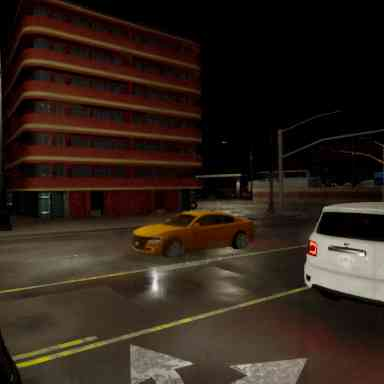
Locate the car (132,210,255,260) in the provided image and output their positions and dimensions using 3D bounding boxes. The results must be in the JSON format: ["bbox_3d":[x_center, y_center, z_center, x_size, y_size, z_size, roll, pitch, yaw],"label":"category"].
[{"bbox_3d":[0.184,1.475,12.690,5.008,1.535,1.882,0,0,-35],"label":"car"}]

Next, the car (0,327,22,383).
[{"bbox_3d":[-3.674,1.222,1.131,5.566,2.045,2.150,0,0,-35],"label":"car"}]

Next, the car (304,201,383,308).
[{"bbox_3d":[4.767,1.218,7.130,5.566,2.045,2.150,0,0,-35],"label":"car"}]

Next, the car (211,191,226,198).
[{"bbox_3d":[7.393,0.671,89.321,4.611,1.667,2.242,-1,1,-35],"label":"car"}]

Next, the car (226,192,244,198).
[{"bbox_3d":[11.360,0.818,85.096,3.806,1.475,1.970,-1,1,-35],"label":"car"}]
